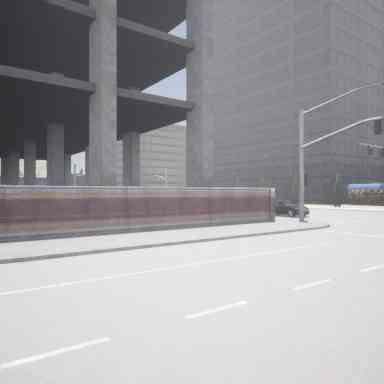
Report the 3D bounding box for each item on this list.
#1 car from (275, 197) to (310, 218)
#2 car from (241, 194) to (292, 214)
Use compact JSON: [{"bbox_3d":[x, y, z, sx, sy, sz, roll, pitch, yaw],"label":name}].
[{"bbox_3d":[8.547,1.505,30.860,1.837,1.490,4.892,0,0,-35],"label":"car"},{"bbox_3d":[8.223,1.221,37.318,2.150,2.045,5.566,0,0,-36],"label":"car"}]
